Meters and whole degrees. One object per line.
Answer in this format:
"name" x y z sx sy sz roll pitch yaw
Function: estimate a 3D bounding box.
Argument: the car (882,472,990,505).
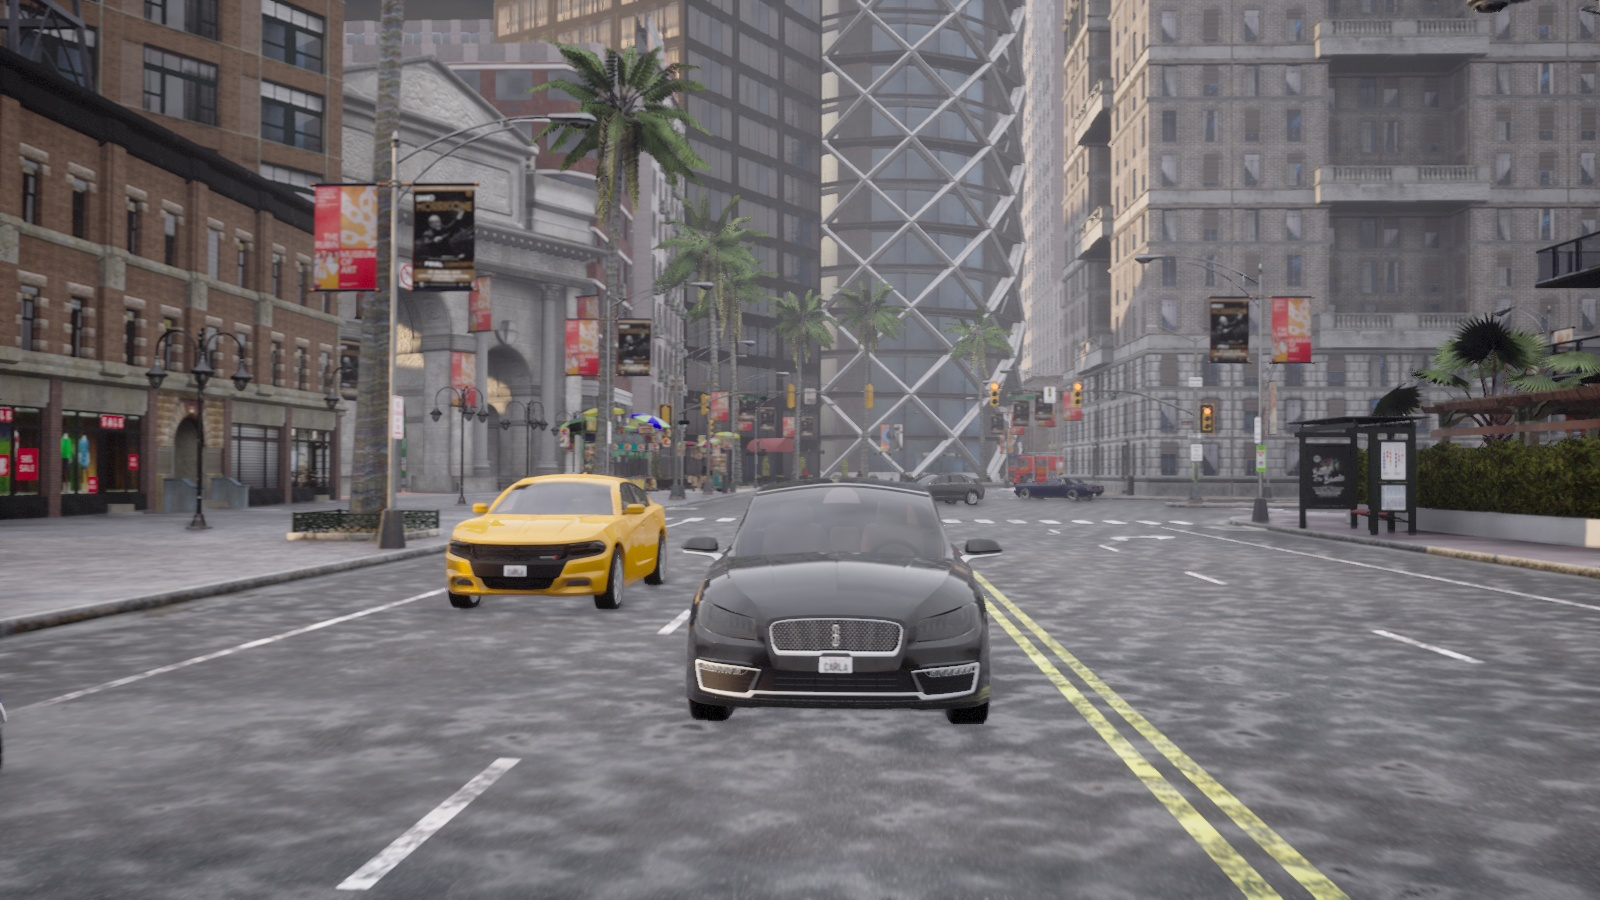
"car" 6.394 1.782 58.728 4.892 1.490 1.837 0 -1 -31

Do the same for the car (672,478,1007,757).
"car" 0.332 0.975 9.359 1.837 1.490 4.892 0 -1 3

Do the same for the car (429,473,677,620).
"car" -2.853 1.065 15.724 1.882 1.535 5.008 0 -1 3

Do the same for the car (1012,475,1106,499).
"car" 14.271 2.030 69.389 4.718 1.301 1.895 -1 -1 40

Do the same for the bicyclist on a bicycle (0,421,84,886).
"bicyclist on a bicycle" -3.404 0.770 4.406 0.659 1.776 1.843 0 -1 2
